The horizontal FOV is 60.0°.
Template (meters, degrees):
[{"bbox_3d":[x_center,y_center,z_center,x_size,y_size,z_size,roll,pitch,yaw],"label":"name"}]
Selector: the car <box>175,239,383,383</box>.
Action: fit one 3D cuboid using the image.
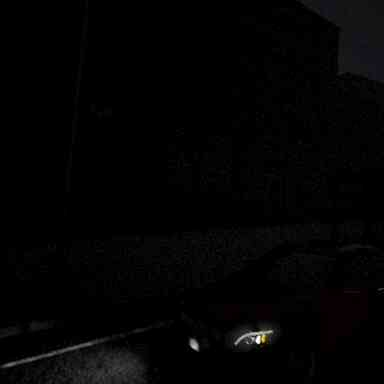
[{"bbox_3d":[1.954,1.538,5.250,4.674,1.442,1.812,0,0,-34],"label":"car"}]
